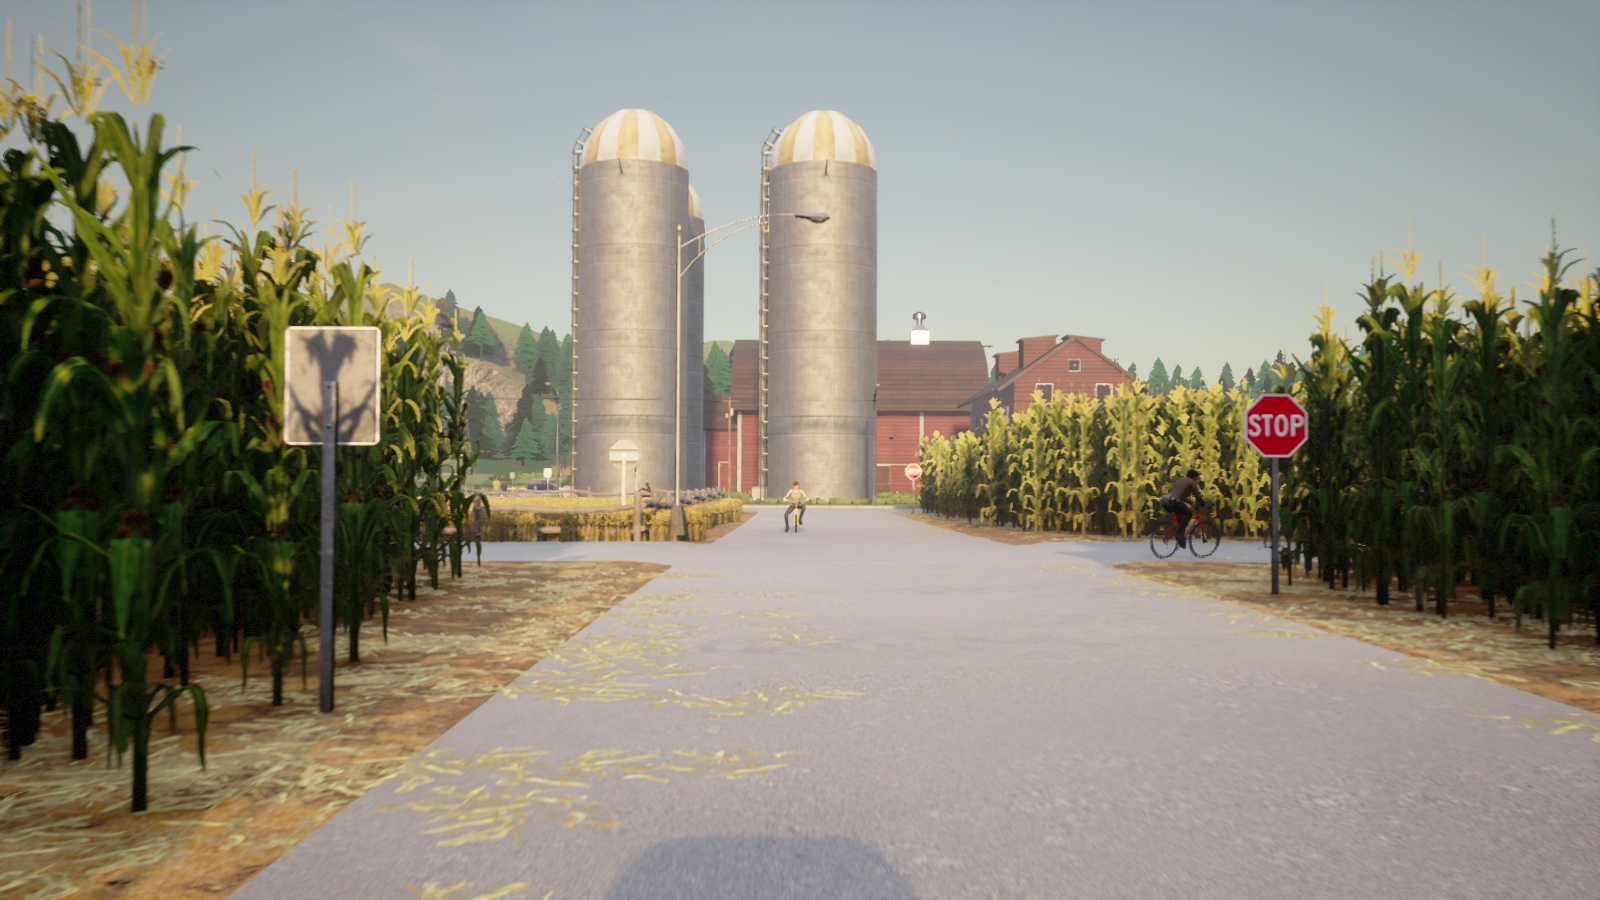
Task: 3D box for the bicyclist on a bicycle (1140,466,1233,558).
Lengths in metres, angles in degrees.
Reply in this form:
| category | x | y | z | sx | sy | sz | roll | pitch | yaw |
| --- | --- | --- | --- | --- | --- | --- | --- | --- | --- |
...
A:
| category | x | y | z | sx | sy | sz | roll | pitch | yaw |
| --- | --- | --- | --- | --- | --- | --- | --- | --- | --- |
| bicyclist on a bicycle | 7.036 | 1.119 | 22.848 | 1.656 | 1.620 | 0.582 | 1 | 0 | -27 |
